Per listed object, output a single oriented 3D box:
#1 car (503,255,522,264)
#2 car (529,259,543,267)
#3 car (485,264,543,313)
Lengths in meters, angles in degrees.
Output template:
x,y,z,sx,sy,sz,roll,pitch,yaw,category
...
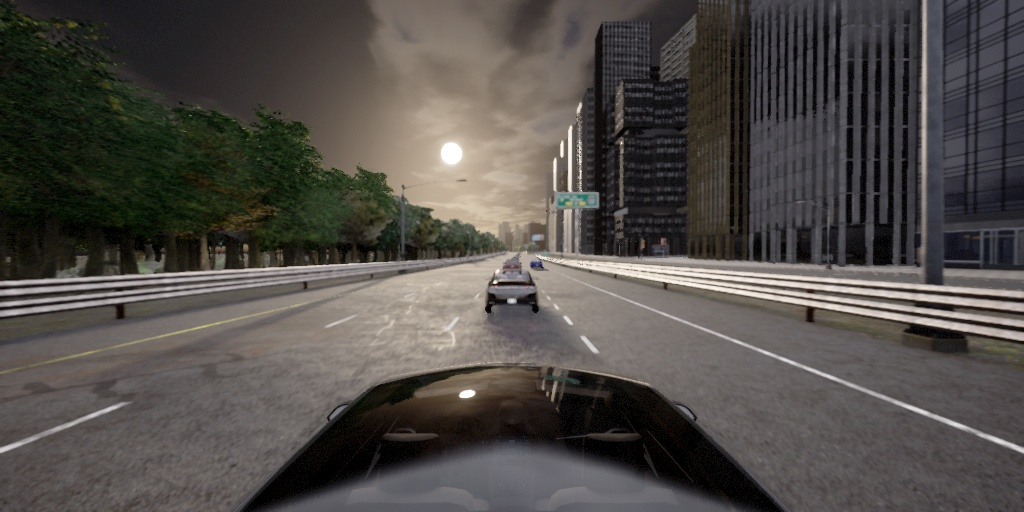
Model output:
x,y,z,sx,sy,sz,roll,pitch,yaw,category
0.081,1.089,40.041,2.097,1.767,4.553,0,0,0,car
3.806,1.171,56.399,1.882,1.535,5.008,0,0,1,car
0.000,1.249,14.128,2.128,1.511,4.902,0,0,0,car
